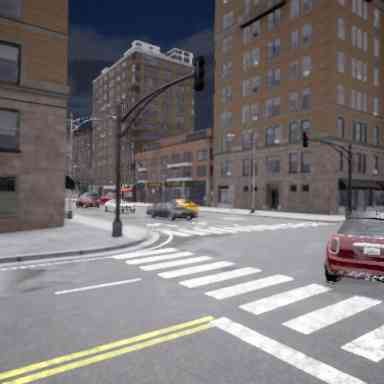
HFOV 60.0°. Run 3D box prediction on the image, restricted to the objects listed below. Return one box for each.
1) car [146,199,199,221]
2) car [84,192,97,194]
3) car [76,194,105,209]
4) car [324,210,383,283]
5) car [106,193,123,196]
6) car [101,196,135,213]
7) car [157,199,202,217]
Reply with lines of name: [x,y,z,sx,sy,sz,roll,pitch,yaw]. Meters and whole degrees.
car: [-1.788,1.484,26.705,2.033,1.411,5.357,1,0,-36]
car: [-19.506,1.101,62.818,2.150,2.045,5.566,1,0,-36]
car: [-13.449,1.338,43.011,1.882,1.535,5.008,1,0,-35]
car: [5.128,1.313,8.888,2.097,1.767,4.553,0,0,36]
car: [-12.760,1.150,53.541,2.150,2.045,5.566,1,0,-36]
car: [-7.601,1.424,34.825,1.812,1.442,4.674,1,0,-36]
car: [-1.337,1.450,31.955,1.882,1.535,5.008,1,0,-35]
